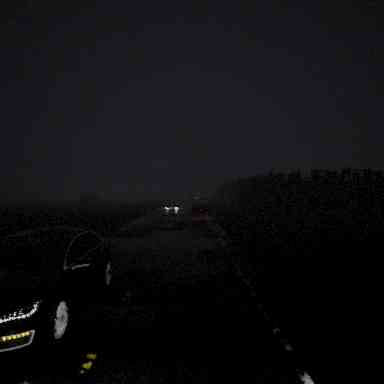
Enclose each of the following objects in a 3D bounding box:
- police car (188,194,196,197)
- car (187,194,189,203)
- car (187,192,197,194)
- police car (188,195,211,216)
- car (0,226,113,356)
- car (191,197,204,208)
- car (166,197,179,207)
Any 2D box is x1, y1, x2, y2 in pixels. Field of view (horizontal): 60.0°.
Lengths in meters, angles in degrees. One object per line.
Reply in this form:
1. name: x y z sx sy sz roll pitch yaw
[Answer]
1. police car: 0.805 1.404 42.355 1.930 1.638 5.238 0 0 0
2. car: -0.031 1.539 65.479 1.895 1.301 4.718 0 0 0
3. car: -0.041 0.920 83.951 2.150 2.045 5.566 0 0 0
4. police car: 0.809 1.418 32.355 1.930 1.638 5.238 0 0 0
5. car: -2.853 1.507 6.433 1.837 1.490 4.892 0 0 0
6. car: 0.802 1.495 48.245 1.812 1.442 4.674 0 0 0
7. car: -2.848 1.514 49.419 2.033 1.411 5.357 0 0 0
